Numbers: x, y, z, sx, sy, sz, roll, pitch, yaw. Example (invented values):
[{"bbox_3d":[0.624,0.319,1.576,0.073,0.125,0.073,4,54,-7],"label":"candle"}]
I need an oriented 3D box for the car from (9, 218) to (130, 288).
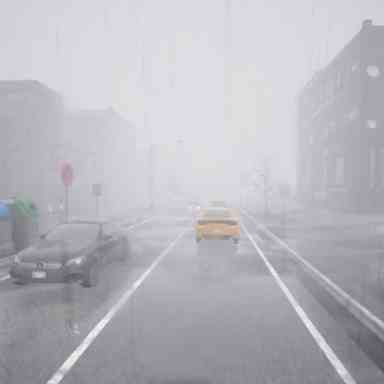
[{"bbox_3d":[-3.058,1.494,9.372,1.812,1.442,4.674,0,0,5],"label":"car"}]

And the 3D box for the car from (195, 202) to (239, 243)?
[{"bbox_3d":[1.230,1.470,16.229,1.882,1.535,5.008,0,0,5],"label":"car"}]

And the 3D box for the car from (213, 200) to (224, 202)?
[{"bbox_3d":[2.922,1.544,36.640,1.994,1.385,4.181,0,0,5],"label":"car"}]

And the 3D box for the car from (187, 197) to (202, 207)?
[{"bbox_3d":[0.437,1.509,50.946,1.994,1.385,4.181,0,0,5],"label":"car"}]
